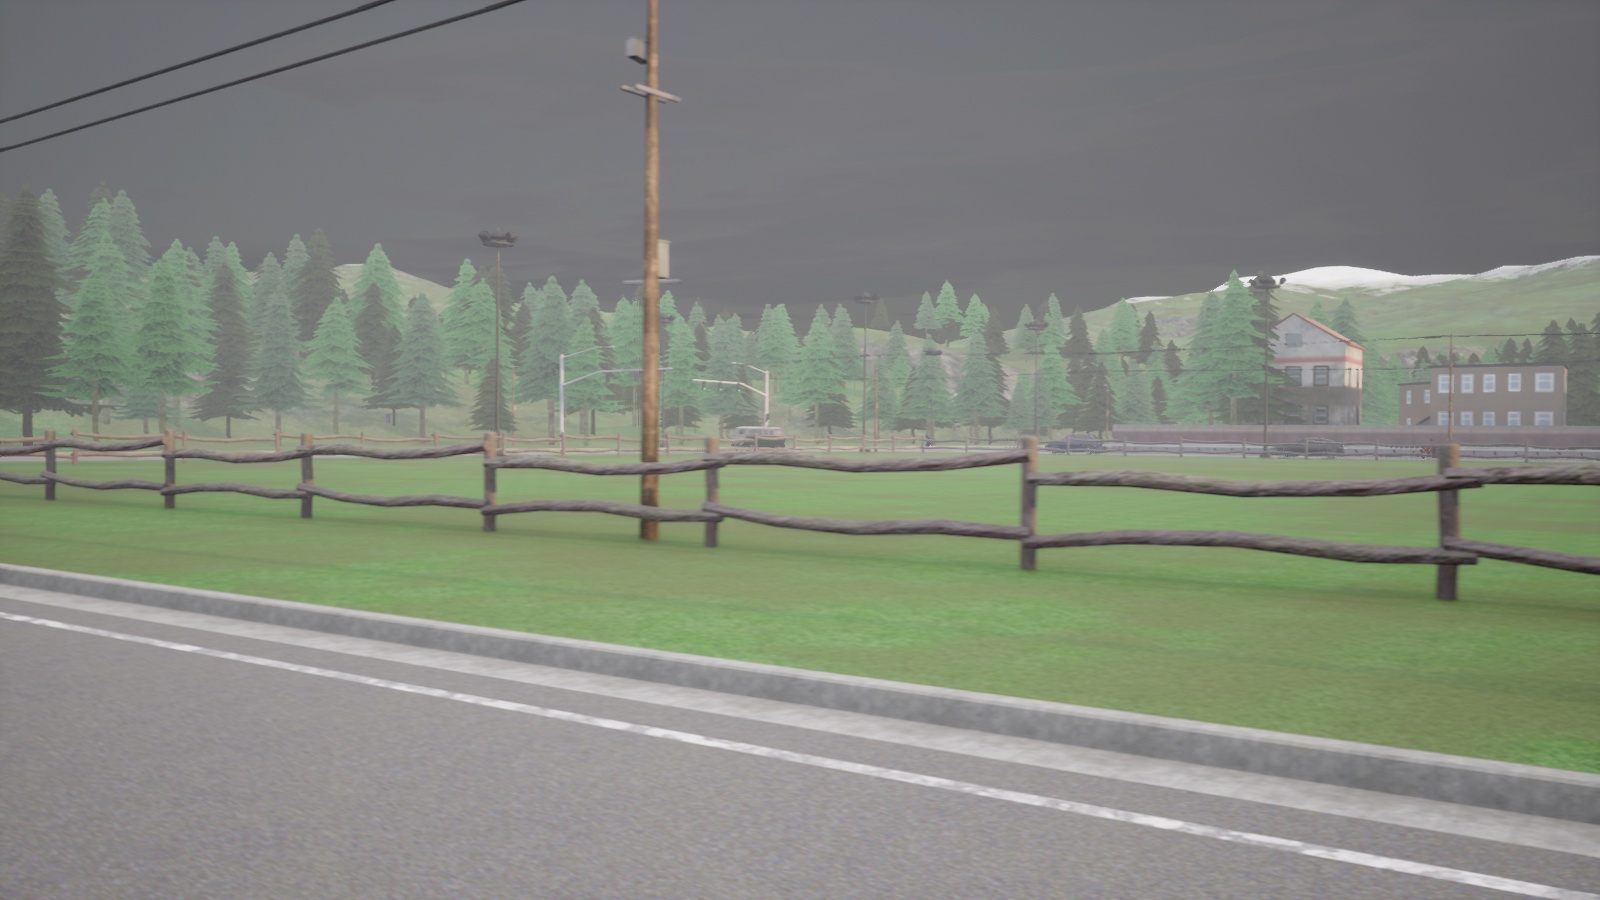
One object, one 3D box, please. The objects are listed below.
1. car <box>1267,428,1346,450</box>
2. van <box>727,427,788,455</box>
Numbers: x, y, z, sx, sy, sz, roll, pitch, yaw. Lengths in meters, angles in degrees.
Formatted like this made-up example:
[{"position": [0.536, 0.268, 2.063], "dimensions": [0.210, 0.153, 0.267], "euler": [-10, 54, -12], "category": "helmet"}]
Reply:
[{"position": [35.429, -0.755, 87.892], "dimensions": [4.892, 1.490, 1.837], "euler": [0, 1, 34], "category": "car"}, {"position": [-3.160, -0.682, 93.747], "dimensions": [4.442, 1.987, 1.775], "euler": [-1, 1, -44], "category": "van"}]
